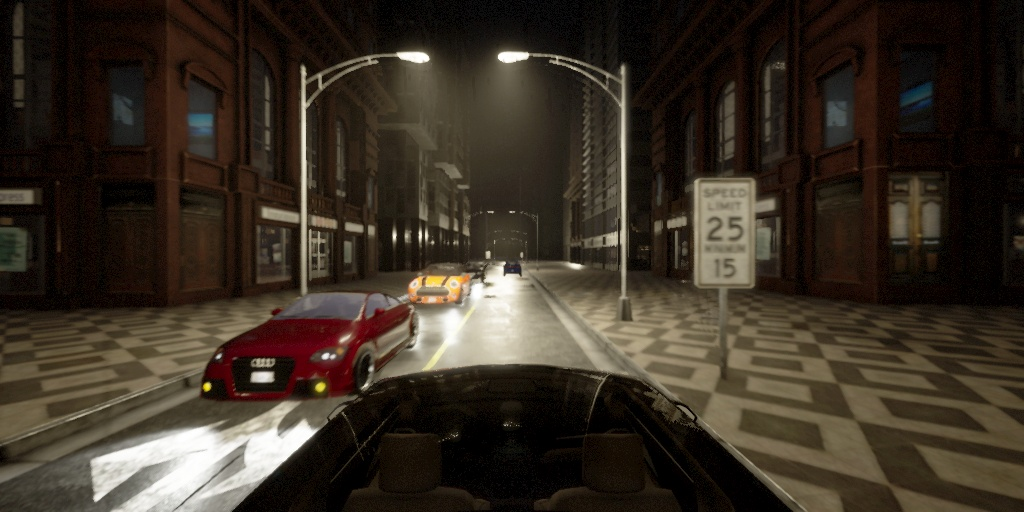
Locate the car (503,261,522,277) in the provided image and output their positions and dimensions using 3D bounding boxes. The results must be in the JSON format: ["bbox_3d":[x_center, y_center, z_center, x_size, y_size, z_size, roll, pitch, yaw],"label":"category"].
[{"bbox_3d":[0.060,1.262,36.655,1.882,1.535,5.008,0,0,0],"label":"car"}]

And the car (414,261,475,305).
[{"bbox_3d":[-3.072,1.119,16.125,2.097,1.767,4.553,0,0,0],"label":"car"}]

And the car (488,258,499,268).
[{"bbox_3d":[-2.920,0.972,52.622,1.994,1.385,4.181,0,0,0],"label":"car"}]

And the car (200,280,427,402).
[{"bbox_3d":[-3.085,1.321,6.444,1.994,1.385,4.181,0,0,0],"label":"car"}]

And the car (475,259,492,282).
[{"bbox_3d":[-3.041,1.271,29.219,2.128,1.511,4.902,0,0,0],"label":"car"}]
